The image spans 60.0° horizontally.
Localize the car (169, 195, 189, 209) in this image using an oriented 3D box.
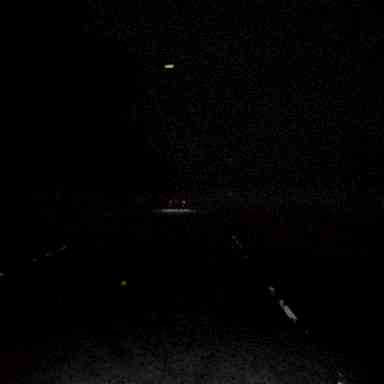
[{"bbox_3d":[-1.650,1.258,42.534,2.097,1.767,4.553,0,0,5],"label":"car"}]
